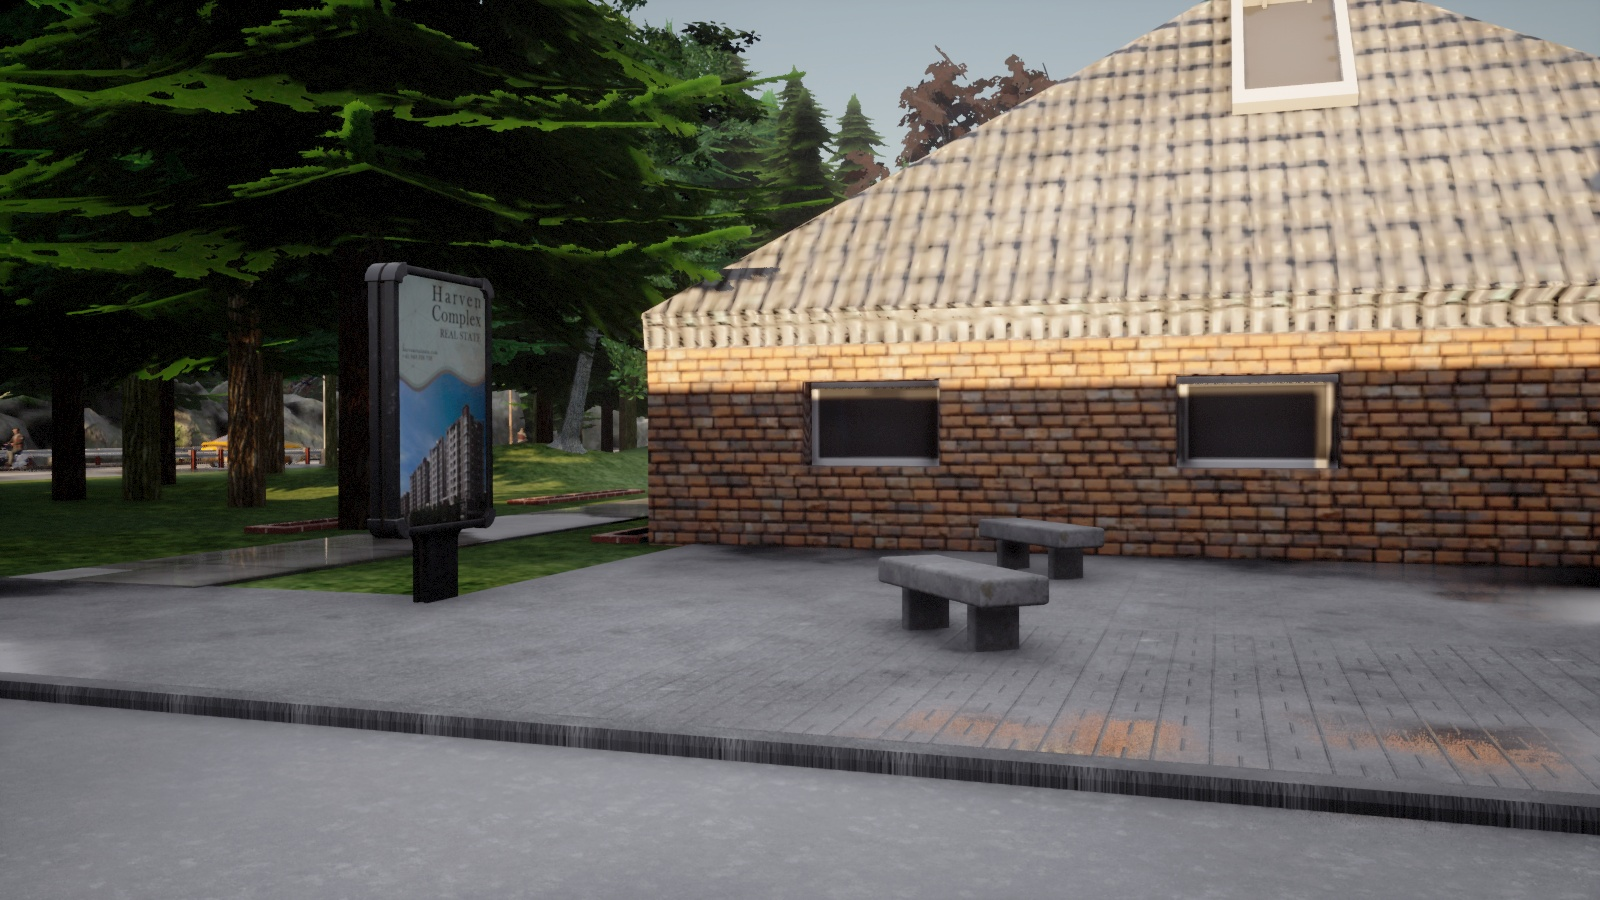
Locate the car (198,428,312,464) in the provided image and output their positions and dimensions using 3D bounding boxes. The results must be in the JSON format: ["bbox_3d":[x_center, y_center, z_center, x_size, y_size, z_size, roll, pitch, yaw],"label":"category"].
[{"bbox_3d":[-24.594,-0.200,56.934,1.882,1.535,5.008,1,1,18],"label":"car"}]

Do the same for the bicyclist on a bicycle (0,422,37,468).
[{"bbox_3d":[-31.225,-0.214,49.601,0.659,1.776,1.843,1,1,18],"label":"bicyclist on a bicycle"}]
